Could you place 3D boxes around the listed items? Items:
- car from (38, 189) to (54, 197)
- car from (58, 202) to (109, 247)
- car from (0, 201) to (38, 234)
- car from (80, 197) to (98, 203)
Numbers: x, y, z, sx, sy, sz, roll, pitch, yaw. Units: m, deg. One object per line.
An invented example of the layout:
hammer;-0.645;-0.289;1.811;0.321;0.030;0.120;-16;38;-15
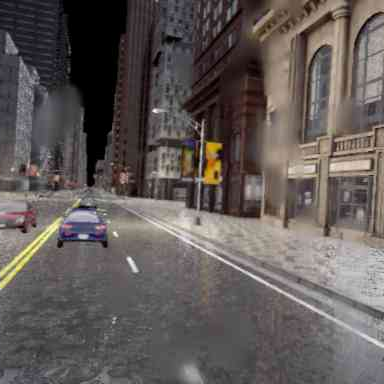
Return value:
car;-23.219;0.294;53.041;1.837;1.490;4.892;3;0;-17
car;-4.550;1.401;14.100;1.812;1.442;4.674;3;0;-17
car;-8.944;1.185;16.729;1.812;1.442;4.674;3;-1;-17
car;-11.742;1.245;37.809;1.994;1.385;4.181;3;-1;-17
